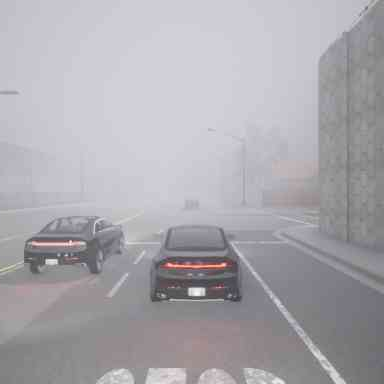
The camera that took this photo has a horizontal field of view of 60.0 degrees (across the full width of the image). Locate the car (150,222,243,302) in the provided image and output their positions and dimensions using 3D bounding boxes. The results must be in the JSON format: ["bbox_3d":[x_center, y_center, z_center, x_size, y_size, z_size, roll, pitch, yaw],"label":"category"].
[{"bbox_3d":[0.078,1.505,8.265,1.837,1.490,4.892,0,0,0],"label":"car"}]

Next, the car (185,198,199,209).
[{"bbox_3d":[-0.022,1.492,44.233,2.128,1.511,4.902,0,0,0],"label":"car"}]

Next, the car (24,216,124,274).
[{"bbox_3d":[-3.429,1.492,10.533,2.128,1.511,4.902,0,0,0],"label":"car"}]
